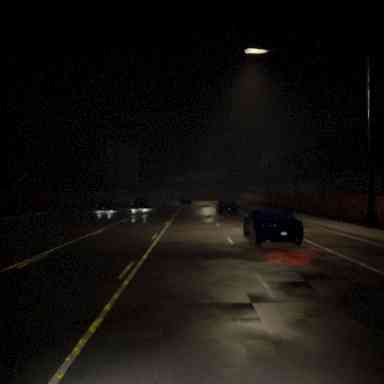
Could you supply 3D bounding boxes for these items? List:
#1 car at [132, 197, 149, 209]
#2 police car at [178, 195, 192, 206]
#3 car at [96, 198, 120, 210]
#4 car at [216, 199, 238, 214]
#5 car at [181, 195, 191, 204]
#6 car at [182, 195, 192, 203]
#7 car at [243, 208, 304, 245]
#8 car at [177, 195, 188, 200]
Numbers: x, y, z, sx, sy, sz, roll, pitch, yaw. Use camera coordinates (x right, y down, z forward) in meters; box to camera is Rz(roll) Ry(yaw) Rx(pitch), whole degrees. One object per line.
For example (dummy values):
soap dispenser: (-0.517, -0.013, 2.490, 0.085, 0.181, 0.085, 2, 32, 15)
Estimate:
car: (-7.084, 1.487, 46.195, 1.837, 1.490, 4.892, 0, 0, 0)
police car: (-1.054, 1.403, 55.662, 1.930, 1.638, 5.238, 0, 0, 0)
car: (-10.597, 1.530, 42.365, 2.033, 1.411, 5.357, 0, 0, 0)
car: (3.598, 1.463, 34.506, 1.882, 1.535, 5.008, 0, 0, 0)
car: (-1.054, 1.451, 65.554, 1.882, 1.535, 5.008, 0, 0, 0)
car: (-1.121, 1.450, 71.579, 1.882, 1.535, 5.008, 0, 0, -2)
car: (3.598, 1.471, 15.490, 1.882, 1.535, 5.008, 0, 0, 0)
car: (-2.570, 1.526, 91.420, 1.994, 1.385, 4.181, 0, -2, -15)
